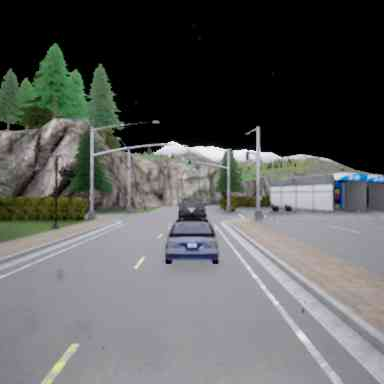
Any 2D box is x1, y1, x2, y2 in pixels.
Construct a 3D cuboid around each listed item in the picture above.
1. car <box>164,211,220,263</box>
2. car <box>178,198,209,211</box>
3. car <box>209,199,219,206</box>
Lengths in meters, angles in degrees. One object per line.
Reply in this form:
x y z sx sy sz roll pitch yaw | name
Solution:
0.011 1.677 12.514 2.033 1.411 5.357 0 -1 0 | car
0.107 1.508 27.564 2.150 2.045 5.566 0 0 3 | car
3.882 2.297 72.802 4.181 1.385 1.994 0 -1 -24 | car
